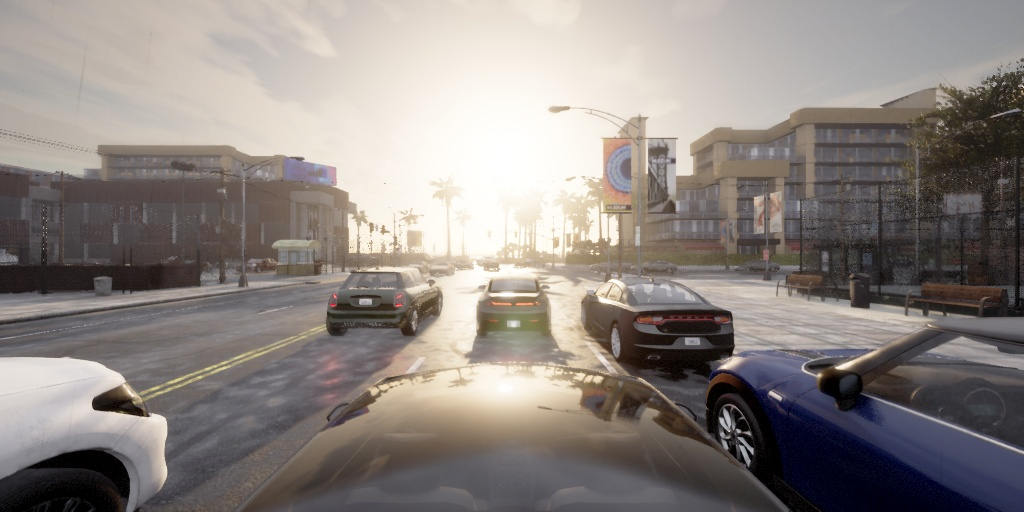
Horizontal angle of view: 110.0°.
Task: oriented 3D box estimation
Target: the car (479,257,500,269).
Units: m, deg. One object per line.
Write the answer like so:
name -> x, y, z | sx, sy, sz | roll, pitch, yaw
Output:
car -> -3.047, 1.241, 52.577 | 2.128, 1.511, 4.902 | 0, 0, -12

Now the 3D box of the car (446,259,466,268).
car -> -9.576, 1.253, 61.469 | 1.837, 1.490, 4.892 | 0, 0, 12

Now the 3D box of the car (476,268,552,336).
car -> 0.057, 1.255, 10.348 | 1.837, 1.490, 4.892 | 0, 0, 0

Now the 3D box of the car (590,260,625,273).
car -> 11.755, 1.242, 42.729 | 4.902, 1.511, 2.128 | 0, 0, 5

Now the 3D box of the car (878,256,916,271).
car -> 45.127, 0.823, 42.611 | 4.553, 1.767, 2.097 | 0, 0, -1

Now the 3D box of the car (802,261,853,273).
car -> 34.192, 1.241, 39.089 | 4.902, 1.511, 2.128 | 0, 0, 0

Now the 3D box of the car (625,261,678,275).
car -> 15.386, 1.241, 38.965 | 4.902, 1.511, 2.128 | 0, 0, 0

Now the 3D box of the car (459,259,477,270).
car -> -6.902, 1.351, 53.384 | 1.895, 1.301, 4.718 | 0, 0, 3

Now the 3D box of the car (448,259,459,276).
car -> -7.109, 1.297, 36.937 | 2.033, 1.411, 5.357 | 0, 0, 0

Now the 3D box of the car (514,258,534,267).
car -> 1.990, 1.351, 64.433 | 1.895, 1.301, 4.718 | 0, 0, 19

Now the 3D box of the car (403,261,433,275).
car -> -10.598, 1.297, 40.818 | 2.033, 1.411, 5.357 | 0, 0, 0

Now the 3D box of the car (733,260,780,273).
car -> 29.000, 1.241, 42.552 | 4.902, 1.511, 2.128 | 0, 0, 0

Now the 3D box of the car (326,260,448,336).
car -> -3.441, 1.102, 10.594 | 2.097, 1.767, 4.553 | 0, 0, 0
